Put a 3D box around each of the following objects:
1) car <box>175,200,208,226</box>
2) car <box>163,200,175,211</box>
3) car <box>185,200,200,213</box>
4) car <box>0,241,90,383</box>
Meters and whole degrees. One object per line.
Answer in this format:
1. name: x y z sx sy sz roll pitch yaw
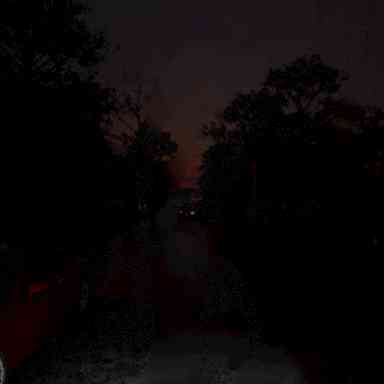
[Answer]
1. car: 0.033 1.492 24.806 2.097 1.767 4.553 0 -1 0
2. car: -2.893 1.854 46.057 1.882 1.535 5.008 0 -1 0
3. car: 0.036 1.819 42.918 1.882 1.535 5.008 0 -1 0
4. car: -2.880 1.529 4.813 1.812 1.442 4.674 0 0 0
